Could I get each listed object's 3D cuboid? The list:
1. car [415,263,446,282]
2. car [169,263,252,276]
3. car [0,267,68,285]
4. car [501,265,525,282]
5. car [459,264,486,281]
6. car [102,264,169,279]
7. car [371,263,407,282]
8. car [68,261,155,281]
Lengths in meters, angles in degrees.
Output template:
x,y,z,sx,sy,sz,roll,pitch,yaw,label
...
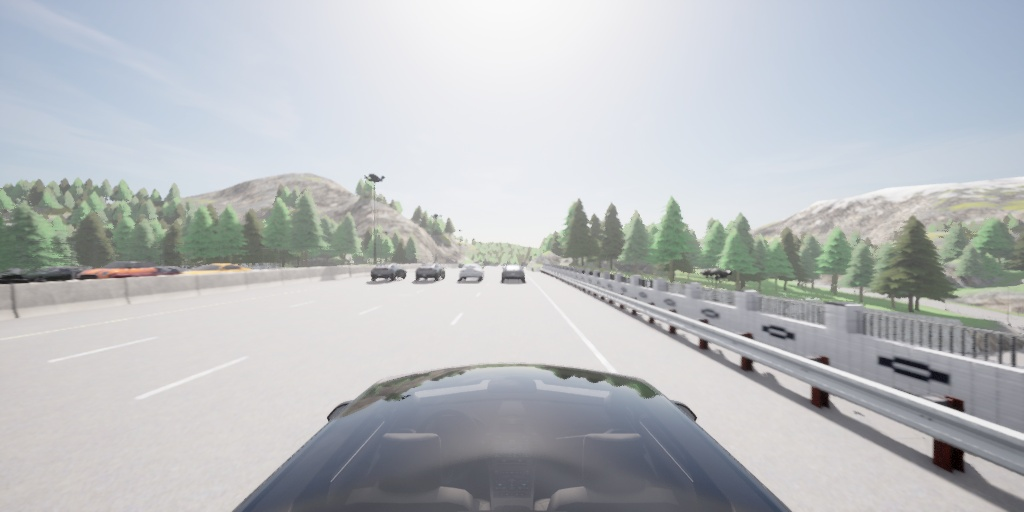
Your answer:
x,y,z,sx,sy,sz,roll,pitch,yaw,label
-6.910,1.345,30.709,2.128,1.511,4.902,0,-1,0,car
-21.097,1.288,25.714,1.882,1.535,5.008,0,0,0,car
-31.593,1.406,24.870,1.895,1.301,4.718,0,0,0,car
0.089,1.410,30.110,1.994,1.385,4.181,0,-1,0,car
-3.423,1.380,30.815,1.812,1.442,4.674,0,-1,0,car
-24.597,1.405,24.814,1.895,1.301,4.718,0,0,0,car
-10.411,1.344,30.617,2.128,1.511,4.902,0,-1,0,car
-28.090,1.164,25.950,2.097,1.767,4.553,0,0,0,car
